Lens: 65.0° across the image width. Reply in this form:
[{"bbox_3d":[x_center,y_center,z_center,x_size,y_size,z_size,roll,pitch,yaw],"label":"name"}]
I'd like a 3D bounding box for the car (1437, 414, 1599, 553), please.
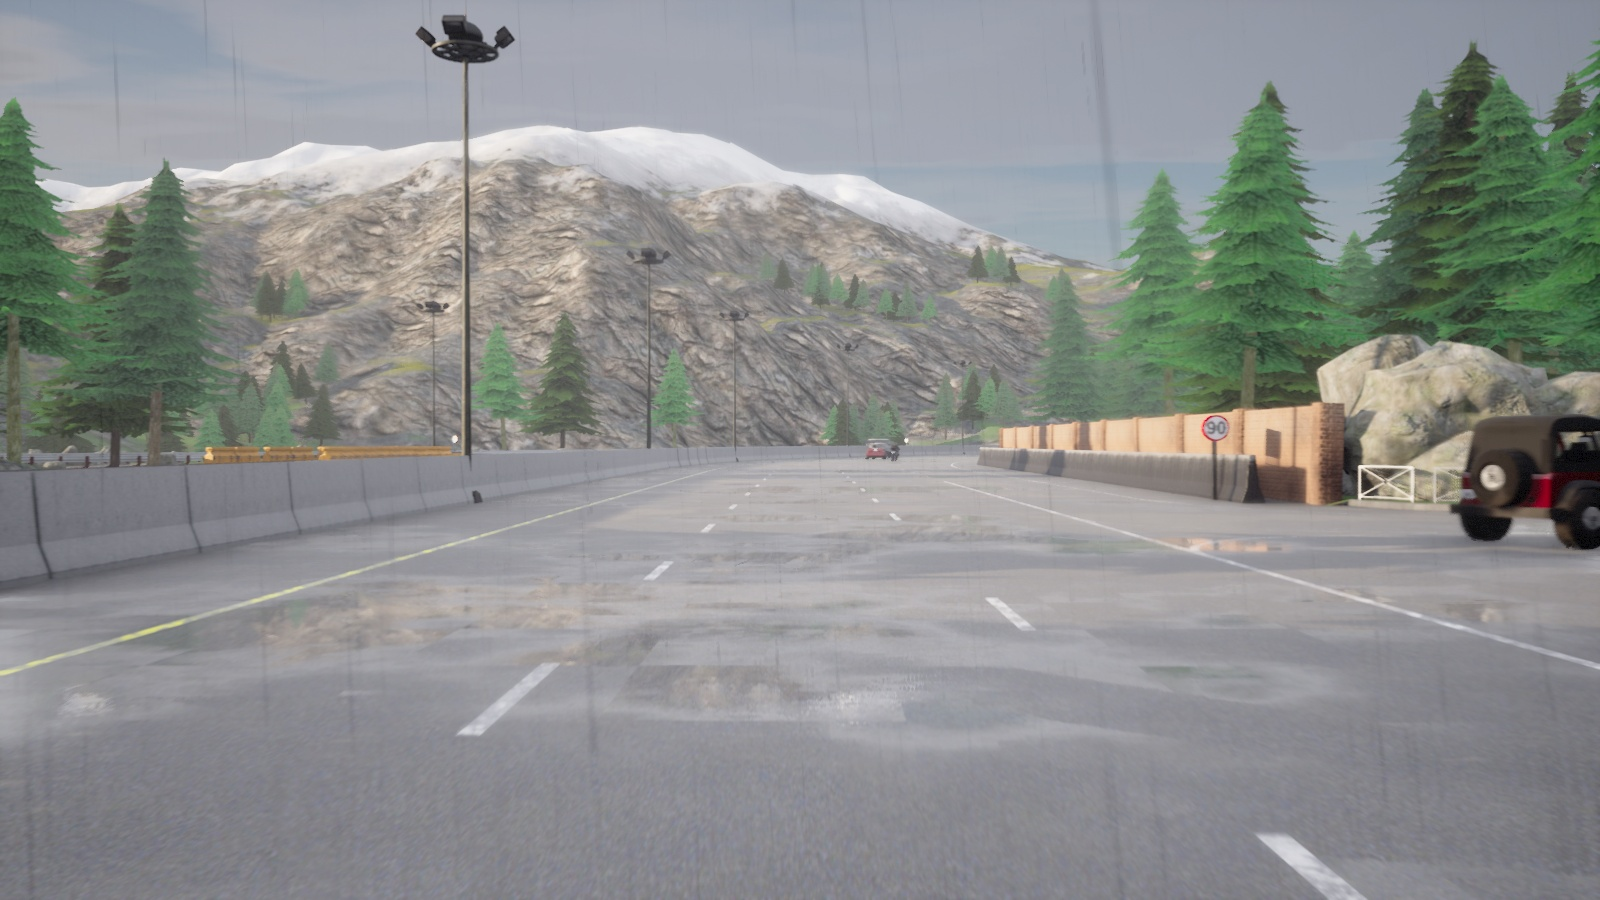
[{"bbox_3d":[11.627,0.446,18.421,3.866,1.878,1.905,0,0,-19],"label":"car"}]
